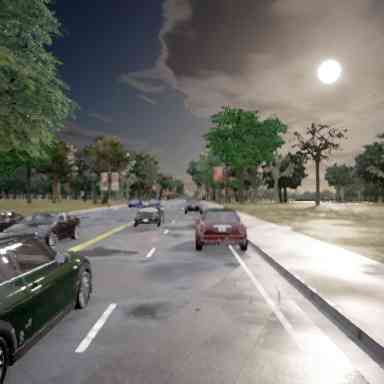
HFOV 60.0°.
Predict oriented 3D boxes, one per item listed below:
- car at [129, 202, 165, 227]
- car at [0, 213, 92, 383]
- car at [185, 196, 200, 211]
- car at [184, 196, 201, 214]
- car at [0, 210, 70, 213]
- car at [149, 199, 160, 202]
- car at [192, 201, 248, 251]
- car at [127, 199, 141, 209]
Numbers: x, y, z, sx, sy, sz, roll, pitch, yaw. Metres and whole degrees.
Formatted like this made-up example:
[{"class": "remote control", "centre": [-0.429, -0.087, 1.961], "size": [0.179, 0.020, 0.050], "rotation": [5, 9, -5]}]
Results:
[{"class": "car", "centre": [-3.071, 1.735, 24.434], "size": [1.812, 1.442, 4.674], "rotation": [0, 0, 0]}, {"class": "car", "centre": [-3.138, 1.397, 5.119], "size": [2.097, 1.767, 4.553], "rotation": [0, 0, 0]}, {"class": "car", "centre": [0.139, 1.686, 50.473], "size": [2.150, 2.045, 5.566], "rotation": [0, -1, 0]}, {"class": "car", "centre": [0.175, 1.709, 40.268], "size": [2.097, 1.767, 4.553], "rotation": [0, -1, 1]}, {"class": "car", "centre": [-6.560, 1.622, 15.075], "size": [2.128, 1.511, 4.902], "rotation": [0, 0, 0]}, {"class": "car", "centre": [-6.424, 2.010, 56.551], "size": [1.882, 1.535, 5.008], "rotation": [0, -1, 0]}, {"class": "car", "centre": [1.177, 1.482, 15.006], "size": [2.097, 1.767, 4.553], "rotation": [0, 0, 0]}, {"class": "car", "centre": [-9.674, 2.009, 56.559], "size": [1.882, 1.535, 5.008], "rotation": [0, -1, 0]}]
